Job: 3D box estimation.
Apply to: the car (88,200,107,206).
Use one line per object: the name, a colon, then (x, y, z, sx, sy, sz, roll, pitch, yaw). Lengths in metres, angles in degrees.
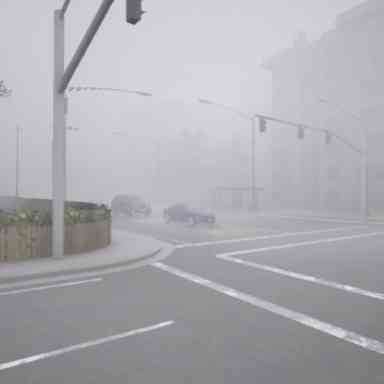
car: (-11.670, 1.642, 40.494, 1.994, 1.385, 4.181, 0, 0, -35)

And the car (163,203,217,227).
car: (-0.247, 1.555, 23.957, 1.882, 1.535, 5.008, 0, 0, -35)

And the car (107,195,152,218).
car: (-5.934, 1.299, 32.182, 2.150, 2.045, 5.566, 0, 0, -35)
